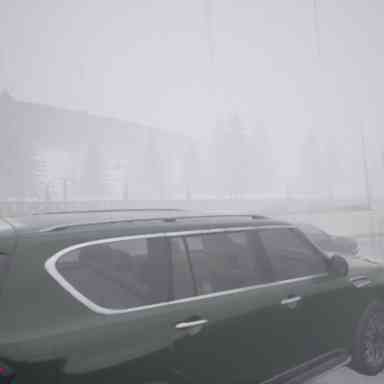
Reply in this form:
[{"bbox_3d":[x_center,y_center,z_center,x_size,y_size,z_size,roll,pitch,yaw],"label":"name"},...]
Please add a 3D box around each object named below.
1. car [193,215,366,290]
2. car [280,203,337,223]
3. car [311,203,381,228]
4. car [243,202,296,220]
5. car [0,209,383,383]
[{"bbox_3d":[2.816,1.565,10.006,5.357,1.411,2.033,0,0,-35],"label":"car"},{"bbox_3d":[9.228,1.613,26.330,4.181,1.385,1.994,0,0,-27],"label":"car"},{"bbox_3d":[10.811,1.553,23.247,4.892,1.490,1.837,0,-1,-27],"label":"car"},{"bbox_3d":[6.751,1.612,28.960,4.181,1.385,1.994,0,0,-28],"label":"car"},{"bbox_3d":[0.249,1.227,3.922,5.566,2.045,2.150,0,0,-35],"label":"car"}]
